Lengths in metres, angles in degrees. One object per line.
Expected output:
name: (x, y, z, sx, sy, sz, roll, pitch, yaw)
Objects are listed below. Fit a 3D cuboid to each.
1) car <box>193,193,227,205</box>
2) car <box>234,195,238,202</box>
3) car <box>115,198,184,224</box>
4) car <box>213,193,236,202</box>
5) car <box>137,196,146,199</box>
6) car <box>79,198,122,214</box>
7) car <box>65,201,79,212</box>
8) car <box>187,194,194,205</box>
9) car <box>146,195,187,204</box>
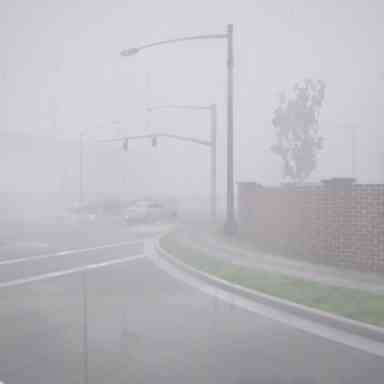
car: (2.755, 1.189, 49.360, 1.895, 1.301, 4.718, 0, 1, 37)
car: (8.861, 0.894, 57.405, 1.837, 1.490, 4.892, 0, 1, 37)
car: (-2.942, 1.432, 24.076, 1.812, 1.442, 4.674, 0, 1, 37)
car: (5.870, 0.899, 59.255, 1.837, 1.490, 4.892, 0, 1, 37)
car: (-6.066, 1.249, 43.475, 1.837, 1.490, 4.892, 0, 1, 37)
car: (-8.725, 1.357, 34.137, 1.837, 1.490, 4.892, 0, 1, 36)
car: (-11.457, 1.378, 36.322, 1.812, 1.442, 4.674, 0, 1, 37)
car: (-0.343, 1.073, 51.057, 1.882, 1.535, 5.008, 0, 1, 37)
car: (-3.155, 1.267, 41.529, 1.812, 1.442, 4.674, 0, 1, 37)
